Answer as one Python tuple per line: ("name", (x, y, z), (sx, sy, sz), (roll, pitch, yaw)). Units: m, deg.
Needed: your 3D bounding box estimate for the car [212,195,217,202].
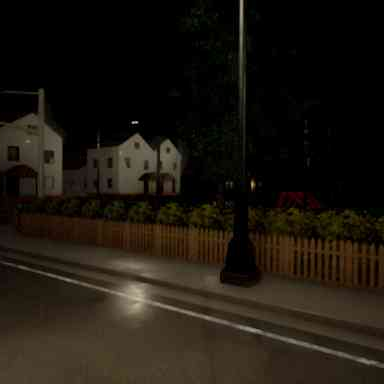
("car", (2.955, 1.191, 56.571), (2.128, 1.511, 4.902), (1, 0, 35))
